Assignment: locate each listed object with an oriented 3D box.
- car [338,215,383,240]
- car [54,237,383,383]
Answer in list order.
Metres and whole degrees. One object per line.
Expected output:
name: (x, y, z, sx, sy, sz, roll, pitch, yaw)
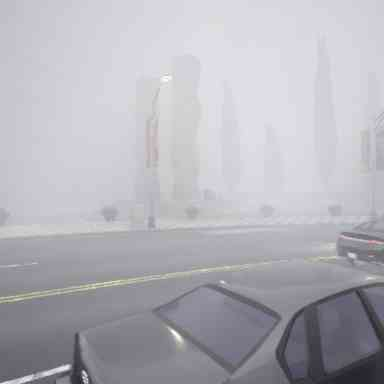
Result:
car: (6.575, 1.490, 9.727, 4.902, 1.511, 2.128, 0, 0, -19)
car: (1.402, 1.547, 3.696, 5.357, 1.411, 2.033, 0, 0, -31)
